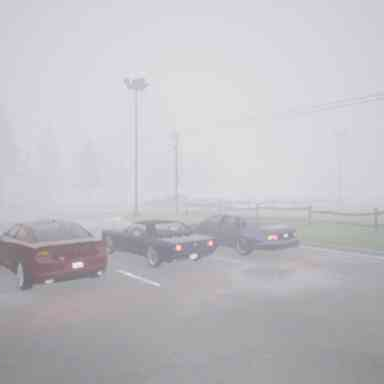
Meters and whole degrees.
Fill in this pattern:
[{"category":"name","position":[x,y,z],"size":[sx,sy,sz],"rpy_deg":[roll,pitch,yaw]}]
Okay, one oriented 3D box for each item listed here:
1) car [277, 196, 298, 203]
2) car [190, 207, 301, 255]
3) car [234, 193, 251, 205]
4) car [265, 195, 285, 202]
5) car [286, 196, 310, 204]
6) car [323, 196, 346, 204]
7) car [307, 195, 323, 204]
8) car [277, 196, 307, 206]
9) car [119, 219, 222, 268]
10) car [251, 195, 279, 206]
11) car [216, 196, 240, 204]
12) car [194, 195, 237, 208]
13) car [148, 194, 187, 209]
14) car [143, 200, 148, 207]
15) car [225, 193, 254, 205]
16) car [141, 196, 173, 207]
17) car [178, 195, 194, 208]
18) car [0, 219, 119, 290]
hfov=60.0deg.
[{"category":"car","position":[20.487,1.600,71.257],"size":[4.718,1.301,1.895],"rpy_deg":[0,0,-40]},{"category":"car","position":[1.597,1.551,13.371],"size":[2.033,1.411,5.357],"rpy_deg":[0,0,-41]},{"category":"car","position":[9.639,1.493,57.668],"size":[5.008,1.535,1.882],"rpy_deg":[0,0,-40]},{"category":"car","position":[18.575,1.483,74.223],"size":[5.008,1.535,1.882],"rpy_deg":[0,0,-40]},{"category":"car","position":[21.600,1.548,67.620],"size":[5.357,1.411,2.033],"rpy_deg":[0,0,-40]},{"category":"car","position":[27.755,1.564,63.651],"size":[4.902,1.511,2.128],"rpy_deg":[0,0,-40]},{"category":"car","position":[24.346,1.360,65.357],"size":[4.553,1.767,2.097],"rpy_deg":[0,0,-40]},{"category":"car","position":[16.260,1.577,54.094],"size":[4.181,1.385,1.994],"rpy_deg":[0,0,-40]},{"category":"car","position":[-1.384,1.605,11.475],"size":[1.895,1.301,4.718],"rpy_deg":[0,0,-40]},{"category":"car","position":[12.398,1.540,55.420],"size":[4.674,1.442,1.812],"rpy_deg":[0,0,-40]},{"category":"car","position":[6.979,1.523,64.533],"size":[4.892,1.490,1.837],"rpy_deg":[0,0,-40]},{"category":"car","position":[3.080,1.490,43.012],"size":[5.008,1.535,1.882],"rpy_deg":[0,0,-40]},{"category":"car","position":[-2.896,1.236,47.128],"size":[5.566,2.045,2.150],"rpy_deg":[0,0,-40]},{"category":"car","position":[-4.922,1.494,49.996],"size":[5.008,1.535,1.882],"rpy_deg":[0,0,-40]},{"category":"car","position":[8.806,1.238,61.520],"size":[5.566,2.045,2.150],"rpy_deg":[0,0,-40]},{"category":"car","position":[-5.644,1.495,53.964],"size":[5.008,1.535,1.882],"rpy_deg":[0,0,-40]},{"category":"car","position":[0.943,1.518,45.790],"size":[4.892,1.490,1.837],"rpy_deg":[0,0,-40]},{"category":"car","position":[-4.154,1.481,9.326],"size":[1.882,1.535,5.008],"rpy_deg":[0,0,-40]}]
